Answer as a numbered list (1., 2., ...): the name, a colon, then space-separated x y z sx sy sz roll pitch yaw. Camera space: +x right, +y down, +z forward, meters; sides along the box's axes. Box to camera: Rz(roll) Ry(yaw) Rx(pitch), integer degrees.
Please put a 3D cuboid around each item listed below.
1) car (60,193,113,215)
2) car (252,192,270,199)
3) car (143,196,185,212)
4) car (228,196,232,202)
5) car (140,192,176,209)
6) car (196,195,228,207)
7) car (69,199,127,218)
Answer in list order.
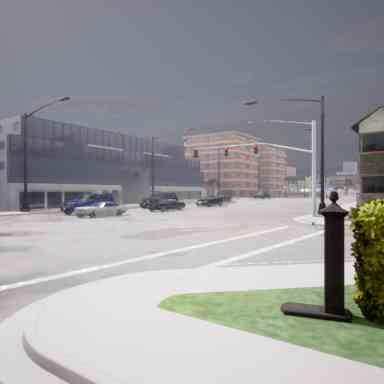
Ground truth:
1. car: -10.160 1.171 32.933 2.150 2.045 5.566 0 0 35
2. car: 14.113 0.729 67.408 2.033 1.411 5.357 0 0 35
3. car: -2.866 1.493 37.240 1.895 1.301 4.718 0 1 35
4. car: 4.587 1.090 53.965 1.895 1.301 4.718 0 2 35
5. car: -4.039 1.062 41.661 2.150 2.045 5.566 0 2 36
6. car: 2.403 1.216 44.755 2.128 1.511 4.902 0 1 35
7. car: -8.124 1.555 29.736 1.895 1.301 4.718 0 0 35
